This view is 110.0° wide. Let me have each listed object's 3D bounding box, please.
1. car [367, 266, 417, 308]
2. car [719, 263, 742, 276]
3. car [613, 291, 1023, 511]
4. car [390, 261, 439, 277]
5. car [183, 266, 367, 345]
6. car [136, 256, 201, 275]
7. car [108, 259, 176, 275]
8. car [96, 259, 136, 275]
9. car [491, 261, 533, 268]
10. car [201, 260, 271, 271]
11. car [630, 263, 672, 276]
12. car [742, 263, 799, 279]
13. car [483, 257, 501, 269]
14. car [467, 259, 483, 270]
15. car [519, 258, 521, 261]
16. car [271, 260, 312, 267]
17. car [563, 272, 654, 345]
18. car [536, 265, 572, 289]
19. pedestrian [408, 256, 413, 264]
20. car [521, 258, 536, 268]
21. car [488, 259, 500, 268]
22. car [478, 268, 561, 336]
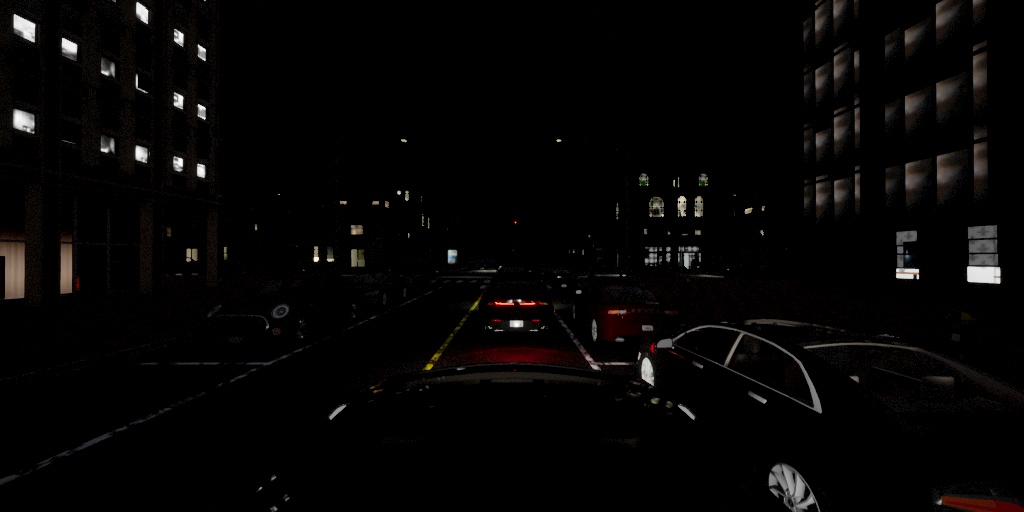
[{"bbox_3d":[-5.691,1.302,15.053,2.007,1.370,4.403,0,0,0],"label":"car"},{"bbox_3d":[24.624,1.413,38.160,4.674,1.442,1.812,0,0,1],"label":"car"},{"bbox_3d":[2.691,1.301,3.653,2.007,1.370,4.403,0,0,0],"label":"car"},{"bbox_3d":[-9.508,1.214,34.684,4.902,1.511,2.128,1,0,13],"label":"car"},{"bbox_3d":[-5.690,1.190,9.361,1.967,1.591,4.097,0,0,0],"label":"car"},{"bbox_3d":[-30.953,0.917,33.215,5.009,1.841,2.192,0,0,1],"label":"car"},{"bbox_3d":[-36.993,1.097,35.910,4.892,1.490,1.837,0,0,1],"label":"car"},{"bbox_3d":[-36.490,1.130,33.300,4.403,1.370,2.007,0,0,1],"label":"car"},{"bbox_3d":[0.095,1.230,20.552,1.882,1.535,5.008,0,0,2],"label":"car"},{"bbox_3d":[-25.417,1.177,33.130,4.403,1.370,2.007,0,0,1],"label":"car"},{"bbox_3d":[14.809,1.403,38.306,4.181,1.385,1.994,0,0,1],"label":"car"},{"bbox_3d":[23.641,1.433,32.343,4.207,1.307,1.802,0,0,1],"label":"car"},{"bbox_3d":[-3.087,1.234,53.804,1.882,1.535,5.008,0,0,1],"label":"car"},{"bbox_3d":[-5.693,1.338,53.132,1.802,1.307,4.207,0,0,0],"label":"car"},{"bbox_3d":[2.687,1.340,64.161,1.802,1.307,4.207,0,0,0],"label":"car"},{"bbox_3d":[-23.175,1.142,35.690,4.902,1.511,2.128,0,0,1],"label":"car"},{"bbox_3d":[2.690,1.296,9.345,1.888,1.381,4.507,0,0,0],"label":"car"},{"bbox_3d":[2.690,1.302,20.729,2.007,1.370,4.403,0,0,0],"label":"car"},{"bbox_3d":[-12.554,0.885,44.265,0.375,1.860,0.375,0,-1,1],"label":"pedestrian"},{"bbox_3d":[2.687,1.322,53.119,1.948,1.339,4.313,0,0,0],"label":"car"},{"bbox_3d":[-3.069,1.263,63.214,1.837,1.490,4.892,0,0,0],"label":"car"},{"bbox_3d":[0.100,1.255,10.363,1.837,1.490,4.892,0,0,0],"label":"car"}]
